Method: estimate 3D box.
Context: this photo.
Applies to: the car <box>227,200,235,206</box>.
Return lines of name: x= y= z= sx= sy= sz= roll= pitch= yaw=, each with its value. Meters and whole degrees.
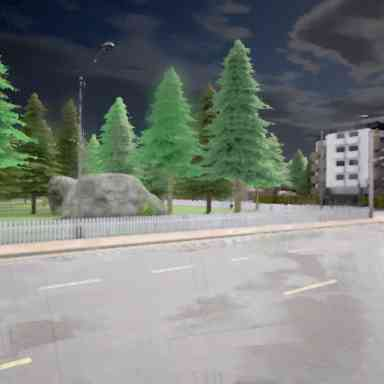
car: x=6.340 y=1.904 z=62.707 sx=1.837 sy=1.490 sz=4.892 roll=1 pitch=-1 yaw=-34

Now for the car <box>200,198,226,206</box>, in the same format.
car: x=3.452 y=1.852 z=60.727 sx=2.128 sy=1.511 sz=4.902 roll=1 pitch=0 yaw=-34
